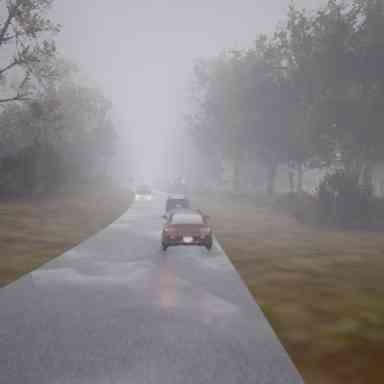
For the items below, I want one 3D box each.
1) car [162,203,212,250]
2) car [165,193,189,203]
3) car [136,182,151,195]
[{"bbox_3d":[-0.231,1.387,13.489,1.812,1.442,4.674,0,1,-2],"label":"car"},{"bbox_3d":[-1.340,0.828,28.981,1.882,1.535,5.008,1,2,-6],"label":"car"},{"bbox_3d":[-7.156,-0.526,49.232,2.097,1.767,4.553,1,3,-10],"label":"car"}]
